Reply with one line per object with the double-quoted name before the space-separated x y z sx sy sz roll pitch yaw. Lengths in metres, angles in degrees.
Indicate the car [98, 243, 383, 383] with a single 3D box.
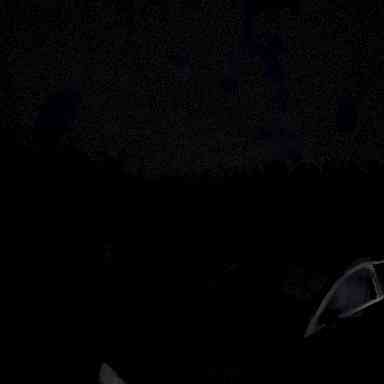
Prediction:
"car" 1.346 1.462 4.027 4.902 1.511 2.128 -1 0 -35
